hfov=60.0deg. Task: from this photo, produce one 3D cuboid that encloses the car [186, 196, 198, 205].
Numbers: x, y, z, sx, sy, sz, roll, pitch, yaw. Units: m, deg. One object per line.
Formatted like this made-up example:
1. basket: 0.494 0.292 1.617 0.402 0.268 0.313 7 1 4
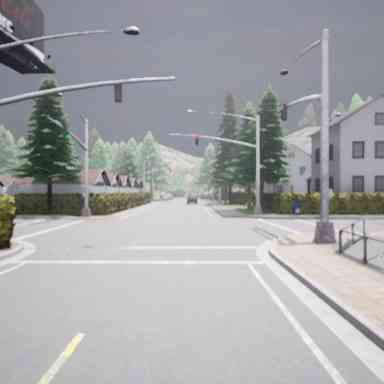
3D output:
1. car: 0.052 1.454 59.661 1.837 1.490 4.892 0 0 0
